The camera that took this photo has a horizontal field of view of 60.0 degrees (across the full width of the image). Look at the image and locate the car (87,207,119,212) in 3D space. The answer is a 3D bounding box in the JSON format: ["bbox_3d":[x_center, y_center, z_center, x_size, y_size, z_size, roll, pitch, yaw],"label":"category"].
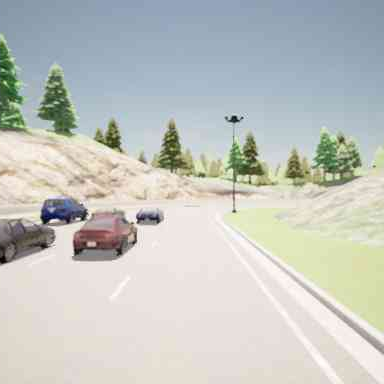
[{"bbox_3d":[-6.955,1.901,28.233,1.895,1.301,4.718,0,-1,1],"label":"car"}]

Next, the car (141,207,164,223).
[{"bbox_3d":[-3.456,1.901,28.232,1.895,1.301,4.718,0,-1,1],"label":"car"}]

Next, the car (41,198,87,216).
[{"bbox_3d":[-10.473,1.518,27.572,2.150,2.045,5.566,0,0,1],"label":"car"}]

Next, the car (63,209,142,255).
[{"bbox_3d":[-3.478,1.674,13.879,1.812,1.442,4.674,0,0,0],"label":"car"}]

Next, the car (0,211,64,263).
[{"bbox_3d":[-6.992,1.681,12.498,2.033,1.411,5.357,0,-1,0],"label":"car"}]
